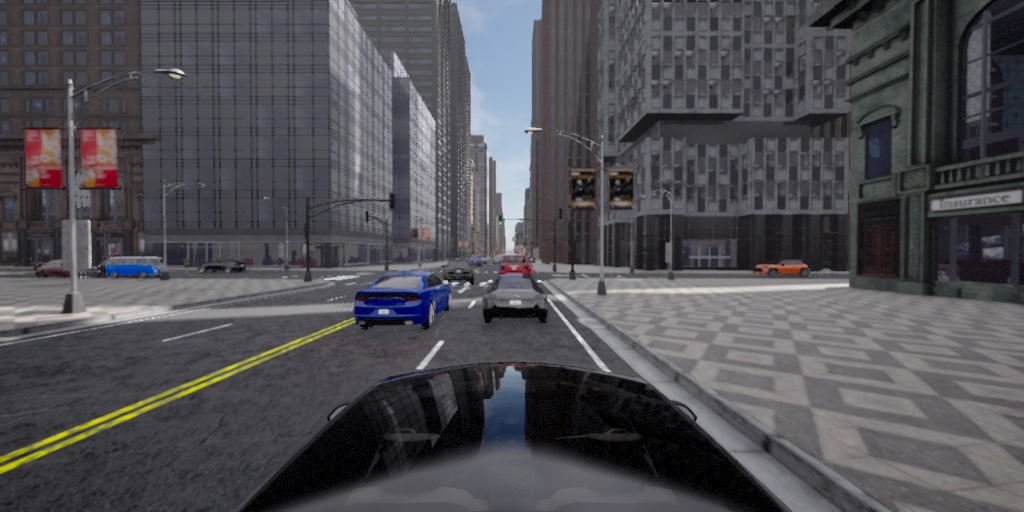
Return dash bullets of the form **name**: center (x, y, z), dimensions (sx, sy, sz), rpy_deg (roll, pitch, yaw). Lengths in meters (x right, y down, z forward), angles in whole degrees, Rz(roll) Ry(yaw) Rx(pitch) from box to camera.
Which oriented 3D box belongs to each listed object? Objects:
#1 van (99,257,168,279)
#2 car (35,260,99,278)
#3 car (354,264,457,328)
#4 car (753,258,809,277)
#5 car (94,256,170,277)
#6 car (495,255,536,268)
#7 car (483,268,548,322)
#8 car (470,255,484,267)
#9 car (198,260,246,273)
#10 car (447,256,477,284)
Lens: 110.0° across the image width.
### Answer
- **van**: center (-30.542, 0.959, 29.293), dimensions (3.998, 1.789, 1.690), rpy_deg (0, 0, 0)
- **car**: center (-36.191, 1.172, 29.299), dimensions (4.207, 1.307, 1.802), rpy_deg (0, 0, 0)
- **car**: center (-3.145, 1.202, 11.259), dimensions (1.882, 1.535, 5.008), rpy_deg (0, 0, 0)
- **car**: center (26.407, 1.114, 35.328), dimensions (4.553, 1.767, 2.097), rpy_deg (0, 1, 0)
- **car**: center (-33.894, 0.912, 32.045), dimensions (4.553, 1.767, 2.097), rpy_deg (0, 1, 0)
- **car**: center (0.472, 0.920, 26.205), dimensions (2.150, 2.045, 5.566), rpy_deg (-1, 0, 7)
- **car**: center (0.102, 1.286, 12.227), dimensions (1.994, 1.385, 4.181), rpy_deg (0, 0, 0)
- **car**: center (-6.522, 0.843, 61.805), dimensions (2.150, 2.045, 5.566), rpy_deg (0, 0, 1)
- **car**: center (-30.534, 1.054, 37.818), dimensions (4.313, 1.339, 1.948), rpy_deg (0, 0, 0)
- **car**: center (-3.996, 1.050, 25.967), dimensions (2.097, 1.767, 4.553), rpy_deg (0, 0, -12)
